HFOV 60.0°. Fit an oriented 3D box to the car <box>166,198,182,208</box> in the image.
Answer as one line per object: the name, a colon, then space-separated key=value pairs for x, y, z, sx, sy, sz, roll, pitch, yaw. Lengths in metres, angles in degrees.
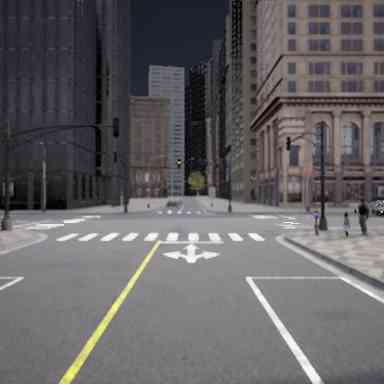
car: x=-3.089 y=1.877 z=52.868 sx=1.895 sy=1.301 sz=4.718 roll=0 pitch=0 yaw=0

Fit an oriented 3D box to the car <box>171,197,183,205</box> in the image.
car: x=-3.057 y=1.904 z=68.771 sx=2.128 sy=1.511 sz=4.902 roll=0 pitch=0 yaw=0

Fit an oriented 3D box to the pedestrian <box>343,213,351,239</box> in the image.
pedestrian: x=7.045 y=1.183 z=15.126 sx=0.375 sy=1.860 sz=0.375 roll=0 pitch=-1 yaw=0

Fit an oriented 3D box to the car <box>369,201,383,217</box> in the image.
car: x=19.256 y=1.626 z=30.308 sx=5.357 sy=1.411 sz=2.033 roll=0 pitch=-1 yaw=0

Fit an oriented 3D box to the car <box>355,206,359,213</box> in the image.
car: x=19.098 y=1.607 z=33.556 sx=4.902 sy=1.511 sz=2.128 roll=0 pitch=-1 yaw=0

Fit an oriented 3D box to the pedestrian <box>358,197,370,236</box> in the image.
pedestrian: x=8.111 y=1.130 z=15.728 sx=0.375 sy=1.860 sz=0.375 roll=0 pitch=-1 yaw=0

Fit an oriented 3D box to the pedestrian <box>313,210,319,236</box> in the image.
pedestrian: x=6.110 y=1.486 z=16.321 sx=0.375 sy=1.300 sz=0.375 roll=0 pitch=-1 yaw=0
